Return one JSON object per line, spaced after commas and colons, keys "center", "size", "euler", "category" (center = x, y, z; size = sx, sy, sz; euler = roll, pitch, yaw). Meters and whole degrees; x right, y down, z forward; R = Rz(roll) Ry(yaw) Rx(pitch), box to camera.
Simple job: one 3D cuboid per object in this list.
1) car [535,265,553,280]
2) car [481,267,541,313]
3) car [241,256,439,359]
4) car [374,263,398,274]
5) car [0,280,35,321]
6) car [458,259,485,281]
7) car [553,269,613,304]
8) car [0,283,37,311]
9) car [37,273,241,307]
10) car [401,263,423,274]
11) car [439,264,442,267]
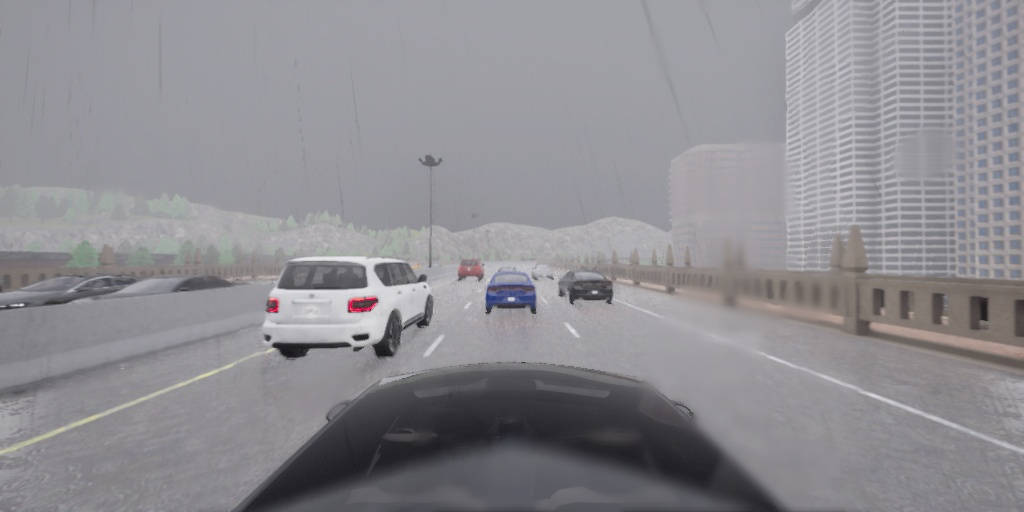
{"center": [3.062, 1.623, 36.364], "size": [1.812, 1.442, 4.674], "euler": [0, -1, -1], "category": "car"}
{"center": [-0.060, 1.361, 14.840], "size": [1.882, 1.535, 5.008], "euler": [0, -1, -1], "category": "car"}
{"center": [-3.475, 1.047, 8.807], "size": [2.150, 2.045, 5.566], "euler": [0, -1, -1], "category": "car"}
{"center": [-18.366, 1.767, 52.461], "size": [1.882, 1.535, 5.008], "euler": [0, -1, -1], "category": "car"}
{"center": [-17.679, 1.461, 10.215], "size": [1.895, 1.301, 4.718], "euler": [0, -1, -1], "category": "car"}
{"center": [-3.898, 1.312, 34.802], "size": [2.150, 2.045, 5.566], "euler": [0, -1, -1], "category": "car"}
{"center": [3.401, 1.382, 17.365], "size": [1.882, 1.535, 5.008], "euler": [0, -1, -1], "category": "car"}
{"center": [-14.202, 1.363, 11.835], "size": [2.128, 1.511, 4.902], "euler": [0, -1, -1], "category": "car"}
{"center": [-10.695, 1.339, 11.311], "size": [1.882, 1.535, 5.008], "euler": [0, -1, -1], "category": "car"}
{"center": [-14.889, 1.775, 53.771], "size": [1.882, 1.535, 5.008], "euler": [0, -1, -1], "category": "car"}
{"center": [-11.386, 1.816, 53.503], "size": [1.812, 1.442, 4.674], "euler": [0, -1, -1], "category": "car"}
